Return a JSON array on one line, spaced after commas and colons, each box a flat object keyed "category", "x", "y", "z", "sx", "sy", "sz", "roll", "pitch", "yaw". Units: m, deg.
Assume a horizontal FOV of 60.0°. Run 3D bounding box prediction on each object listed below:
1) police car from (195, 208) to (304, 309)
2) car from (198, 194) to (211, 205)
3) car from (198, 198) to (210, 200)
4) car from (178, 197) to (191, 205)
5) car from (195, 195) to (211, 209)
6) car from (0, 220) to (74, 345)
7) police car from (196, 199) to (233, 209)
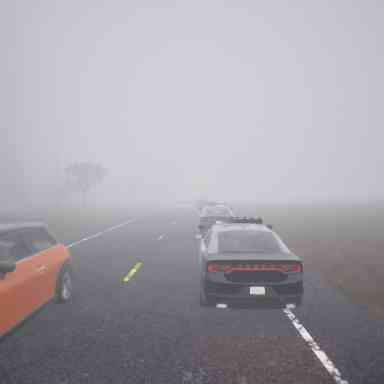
[{"category": "police car", "x": 1.117, "y": 1.425, "z": 8.085, "sx": 1.930, "sy": 1.638, "sz": 5.238, "roll": 0, "pitch": 0, "yaw": 1}, {"category": "car", "x": 2.342, "y": 1.335, "z": 60.020, "sx": 2.097, "sy": 1.767, "sz": 4.553, "roll": 0, "pitch": 0, "yaw": 4}, {"category": "car", "x": 1.486, "y": 1.456, "z": 24.107, "sx": 1.801, "sy": 1.575, "sz": 5.366, "roll": 0, "pitch": 0, "yaw": 2}, {"category": "car", "x": -1.196, "y": 1.549, "z": 58.700, "sx": 1.994, "sy": 1.385, "sz": 4.181, "roll": 0, "pitch": 0, "yaw": 4}, {"category": "car", "x": 1.450, "y": 1.498, "z": 45.940, "sx": 1.837, "sy": 1.490, "sz": 4.892, "roll": 0, "pitch": 0, "yaw": 4}, {"category": "car", "x": -3.546, "y": 1.352, "z": 5.066, "sx": 2.097, "sy": 1.767, "sz": 4.553, "roll": 0, "pitch": 0, "yaw": 1}, {"category": "police car", "x": 1.310, "y": 1.426, "z": 18.050, "sx": 1.930, "sy": 1.638, "sz": 5.238, "roll": 0, "pitch": 0, "yaw": 1}]
